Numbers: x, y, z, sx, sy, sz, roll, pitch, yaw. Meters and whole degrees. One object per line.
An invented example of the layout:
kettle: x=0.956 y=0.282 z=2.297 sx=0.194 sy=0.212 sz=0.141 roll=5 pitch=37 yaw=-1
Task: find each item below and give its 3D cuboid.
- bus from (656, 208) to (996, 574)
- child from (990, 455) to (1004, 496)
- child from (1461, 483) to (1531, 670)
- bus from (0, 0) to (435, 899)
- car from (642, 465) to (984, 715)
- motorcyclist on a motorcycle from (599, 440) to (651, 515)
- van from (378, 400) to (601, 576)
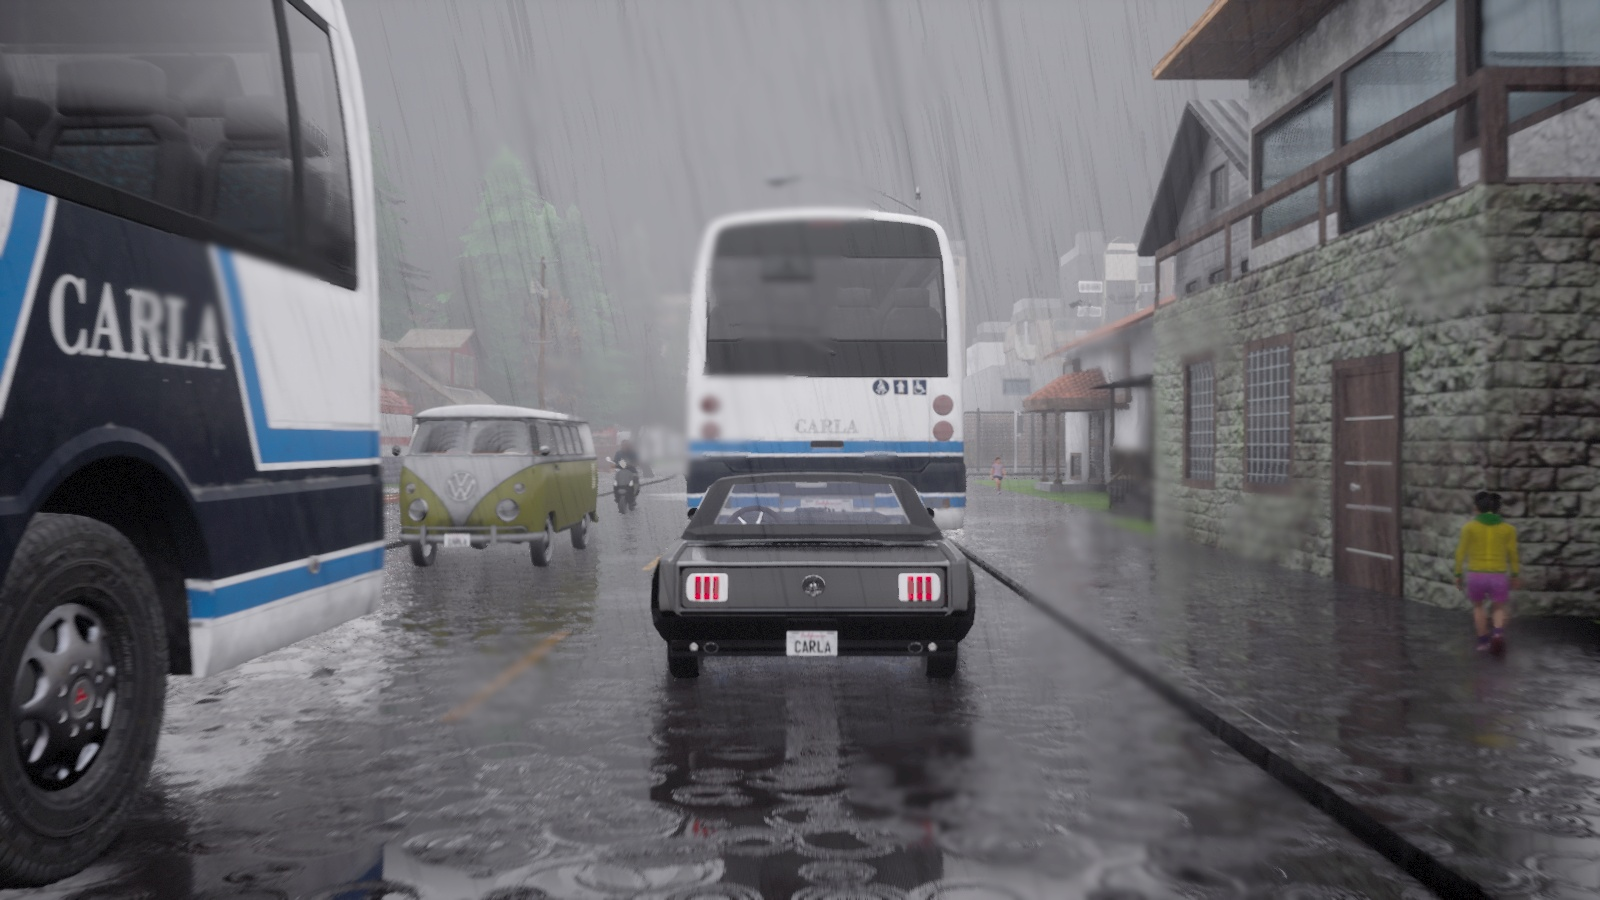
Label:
bus: x=0.214 y=-0.718 z=19.739 sx=3.944 sy=4.253 sz=10.273 roll=0 pitch=0 yaw=-1
child: x=5.377 y=0.688 z=34.296 sx=0.255 sy=1.110 sz=0.394 roll=0 pitch=0 yaw=-10
child: x=4.529 y=0.804 z=8.186 sx=0.299 sy=1.160 sz=0.473 roll=0 pitch=0 yaw=17
bus: x=-3.981 y=-0.640 z=1.593 sx=3.944 sy=4.253 sz=10.273 roll=0 pitch=1 yaw=1
car: x=0.081 y=0.806 z=9.317 sx=1.895 sy=1.301 sz=4.718 roll=0 pitch=0 yaw=0
motorcyclist on a motorcycle: x=-3.792 y=0.575 z=27.402 sx=0.866 sy=1.590 sz=1.817 roll=0 pitch=0 yaw=0
van: x=-3.867 y=0.423 z=16.432 sx=1.775 sy=1.987 sz=4.442 roll=0 pitch=0 yaw=1
